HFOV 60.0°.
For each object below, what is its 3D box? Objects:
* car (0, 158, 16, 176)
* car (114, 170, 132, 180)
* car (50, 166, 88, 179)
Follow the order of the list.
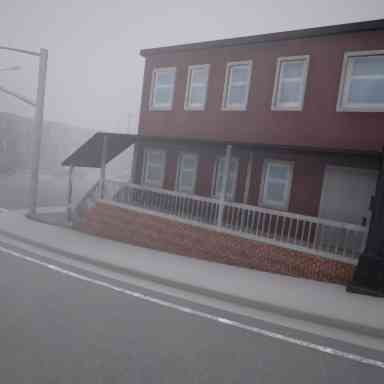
[{"bbox_3d":[-20.246,-2.658,33.254,2.097,1.767,4.553,10,6,36],"label":"car"},{"bbox_3d":[-9.178,-2.474,48.567,1.812,1.442,4.674,10,6,35],"label":"car"},{"bbox_3d":[-14.948,-2.479,40.592,1.812,1.442,4.674,10,6,36],"label":"car"}]
